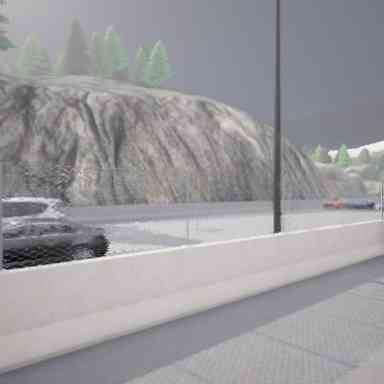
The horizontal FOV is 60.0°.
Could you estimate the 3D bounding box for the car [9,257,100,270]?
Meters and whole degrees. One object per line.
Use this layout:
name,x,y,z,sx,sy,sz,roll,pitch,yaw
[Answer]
car,-4.797,1.509,9.280,4.902,1.511,2.128,0,0,-36
